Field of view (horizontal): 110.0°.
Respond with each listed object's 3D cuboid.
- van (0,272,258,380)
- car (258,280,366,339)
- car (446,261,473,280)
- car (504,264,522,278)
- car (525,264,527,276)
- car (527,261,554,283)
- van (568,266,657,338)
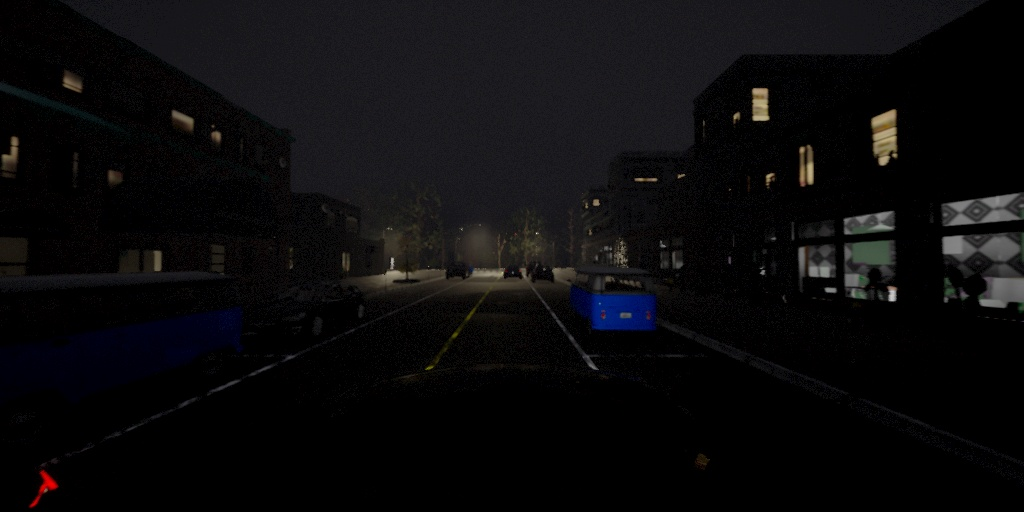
[{"bbox_3d":[-5.690,1.127,4.782,1.690,1.789,3.998,0,0,0],"label":"van"},{"bbox_3d":[-5.691,1.401,10.325,2.007,1.370,4.403,0,0,0],"label":"car"},{"bbox_3d":[-5.696,1.479,38.040,2.192,1.841,5.009,0,0,0],"label":"car"},{"bbox_3d":[0.093,1.751,39.998,1.994,1.385,4.181,0,-1,0],"label":"car"},{"bbox_3d":[2.697,1.541,43.595,2.192,1.841,5.009,0,0,0],"label":"car"},{"bbox_3d":[2.686,1.544,32.511,1.967,1.591,4.097,0,0,0],"label":"car"},{"bbox_3d":[2.690,1.192,10.340,1.690,1.789,3.998,0,0,0],"label":"van"}]
